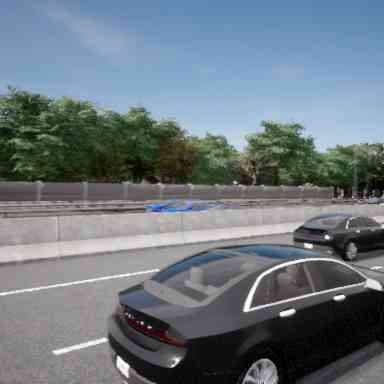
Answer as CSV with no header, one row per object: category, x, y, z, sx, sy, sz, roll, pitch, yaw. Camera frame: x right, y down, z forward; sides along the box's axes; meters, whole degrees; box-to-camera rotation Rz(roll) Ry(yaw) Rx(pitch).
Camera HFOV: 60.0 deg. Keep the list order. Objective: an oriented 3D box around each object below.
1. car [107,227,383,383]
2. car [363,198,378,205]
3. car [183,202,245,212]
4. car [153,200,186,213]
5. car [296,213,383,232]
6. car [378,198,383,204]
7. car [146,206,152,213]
car,1.272,1.515,4.773,4.892,1.490,1.837,0,0,-35
car,30.971,1.698,56.096,5.357,1.411,2.033,0,0,-35
car,2.024,1.562,22.627,4.674,1.442,1.812,0,0,-35
car,-0.092,1.516,25.416,5.008,1.535,1.882,0,0,-35
car,5.766,1.532,12.279,4.892,1.490,1.837,0,0,-36
car,31.893,1.653,52.471,4.892,1.490,1.837,0,0,-35
car,-2.068,1.525,32.596,5.008,1.535,1.882,0,0,-35
